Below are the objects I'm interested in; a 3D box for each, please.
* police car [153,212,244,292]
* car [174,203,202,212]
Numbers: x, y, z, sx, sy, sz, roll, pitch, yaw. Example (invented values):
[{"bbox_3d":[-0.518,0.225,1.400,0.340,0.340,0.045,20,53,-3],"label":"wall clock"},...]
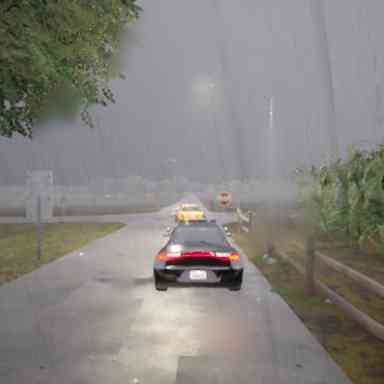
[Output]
[{"bbox_3d":[0.145,1.525,9.148,2.038,1.542,4.974,0,-1,0],"label":"police car"},{"bbox_3d":[-0.247,1.556,23.852,1.801,1.575,5.366,0,0,-7],"label":"car"}]
